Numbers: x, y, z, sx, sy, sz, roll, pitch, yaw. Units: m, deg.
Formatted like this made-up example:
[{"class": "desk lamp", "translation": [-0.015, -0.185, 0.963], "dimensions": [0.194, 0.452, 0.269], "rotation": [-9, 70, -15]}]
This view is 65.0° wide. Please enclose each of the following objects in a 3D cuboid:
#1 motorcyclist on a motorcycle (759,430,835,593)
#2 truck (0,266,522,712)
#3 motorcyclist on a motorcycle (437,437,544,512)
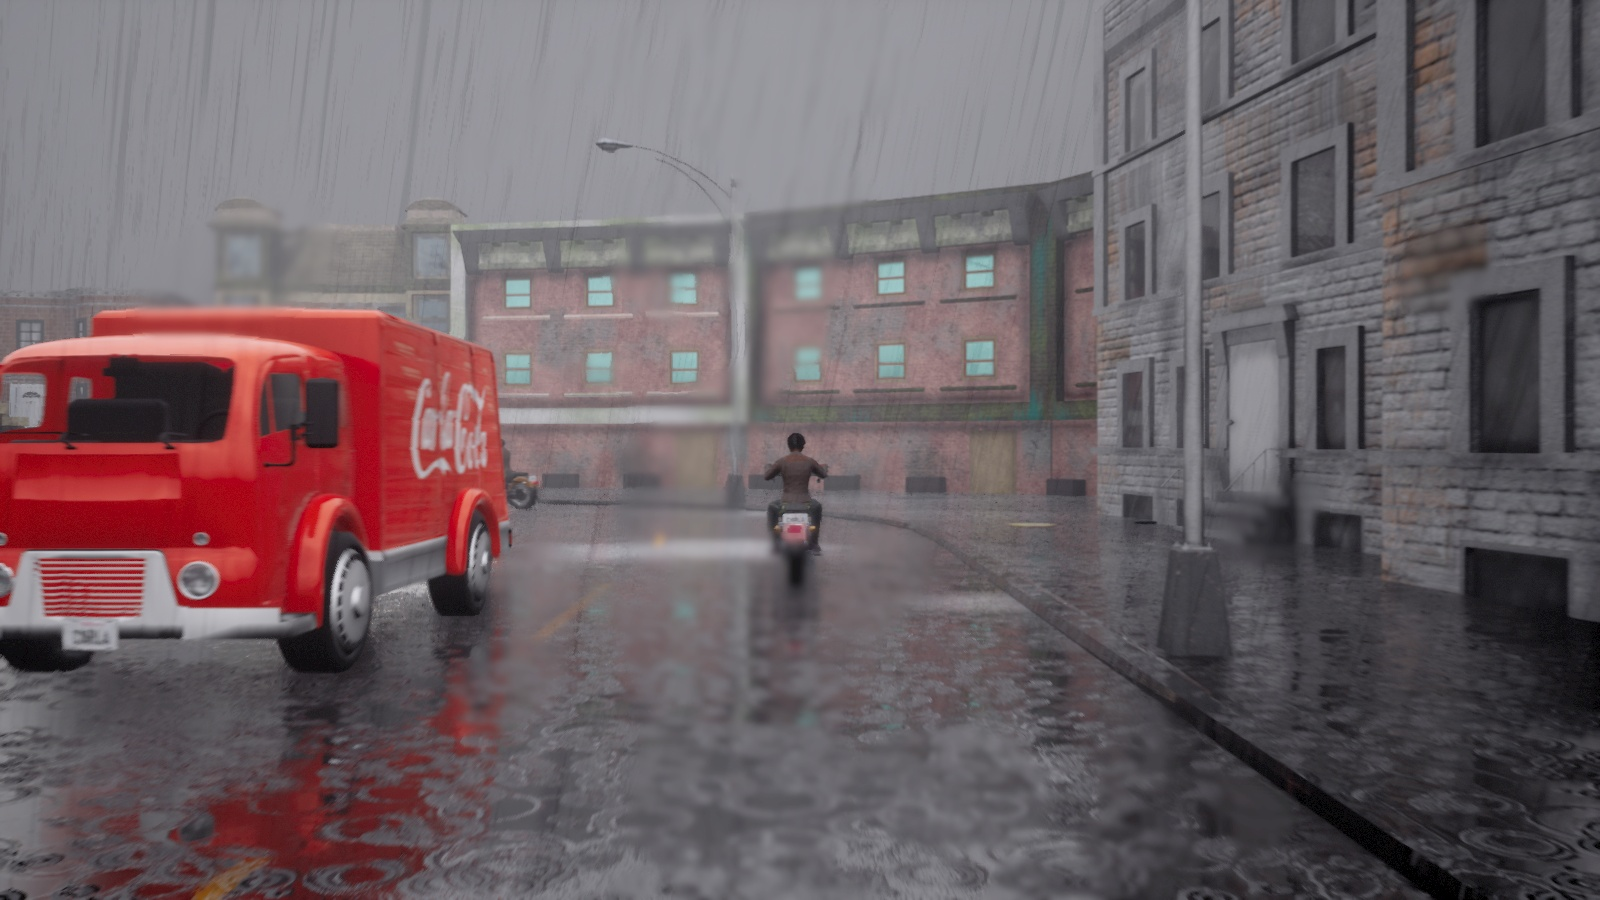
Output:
[{"class": "motorcyclist on a motorcycle", "translation": [-0.038, 0.620, 13.882], "dimensions": [0.766, 1.649, 2.350], "rotation": [0, 0, 0]}, {"class": "truck", "translation": [-4.008, 0.204, 9.550], "dimensions": [2.627, 2.467, 5.204], "rotation": [0, 0, 0]}, {"class": "motorcyclist on a motorcycle", "translation": [-7.010, 0.536, 28.406], "dimensions": [2.350, 1.649, 0.766], "rotation": [0, 1, 24]}]
